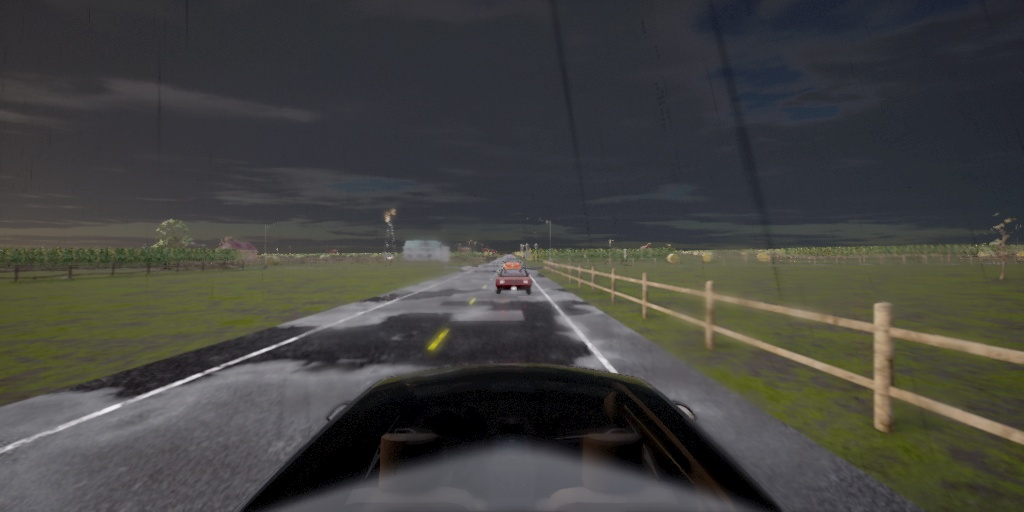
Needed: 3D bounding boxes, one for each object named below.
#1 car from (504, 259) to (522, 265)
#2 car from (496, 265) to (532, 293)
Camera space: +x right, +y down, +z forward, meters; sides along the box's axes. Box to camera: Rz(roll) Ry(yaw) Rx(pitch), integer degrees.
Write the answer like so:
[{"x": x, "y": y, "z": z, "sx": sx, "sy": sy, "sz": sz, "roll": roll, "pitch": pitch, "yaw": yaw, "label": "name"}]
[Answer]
[{"x": 0.096, "y": 1.092, "z": 43.303, "sx": 2.097, "sy": 1.767, "sz": 4.553, "roll": 0, "pitch": 0, "yaw": 0, "label": "car"}, {"x": 0.098, "y": 1.355, "z": 20.533, "sx": 1.895, "sy": 1.301, "sz": 4.718, "roll": 0, "pitch": 0, "yaw": 0, "label": "car"}]
